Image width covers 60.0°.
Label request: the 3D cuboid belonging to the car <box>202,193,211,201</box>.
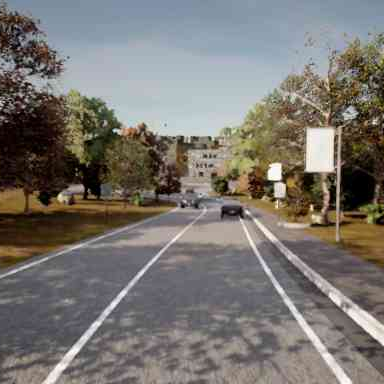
[{"bbox_3d":[2.503,0.920,64.129,1.812,1.442,4.674,-1,3,-9],"label":"car"}]

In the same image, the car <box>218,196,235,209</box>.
[{"bbox_3d":[4.596,1.377,45.224,1.882,1.535,5.008,0,0,1],"label":"car"}]

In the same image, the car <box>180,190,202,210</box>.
[{"bbox_3d":[-0.236,1.110,41.731,2.150,2.045,5.566,0,0,2],"label":"car"}]

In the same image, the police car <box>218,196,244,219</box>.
[{"bbox_3d":[3.479,1.385,29.072,1.930,1.638,5.238,1,0,6],"label":"police car"}]

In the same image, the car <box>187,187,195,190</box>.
[{"bbox_3d":[-0.348,-0.387,80.394,1.837,1.490,4.892,0,5,3],"label":"car"}]

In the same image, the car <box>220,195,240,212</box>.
[{"bbox_3d":[4.363,1.278,39.050,2.097,1.767,4.553,0,0,3],"label":"car"}]
